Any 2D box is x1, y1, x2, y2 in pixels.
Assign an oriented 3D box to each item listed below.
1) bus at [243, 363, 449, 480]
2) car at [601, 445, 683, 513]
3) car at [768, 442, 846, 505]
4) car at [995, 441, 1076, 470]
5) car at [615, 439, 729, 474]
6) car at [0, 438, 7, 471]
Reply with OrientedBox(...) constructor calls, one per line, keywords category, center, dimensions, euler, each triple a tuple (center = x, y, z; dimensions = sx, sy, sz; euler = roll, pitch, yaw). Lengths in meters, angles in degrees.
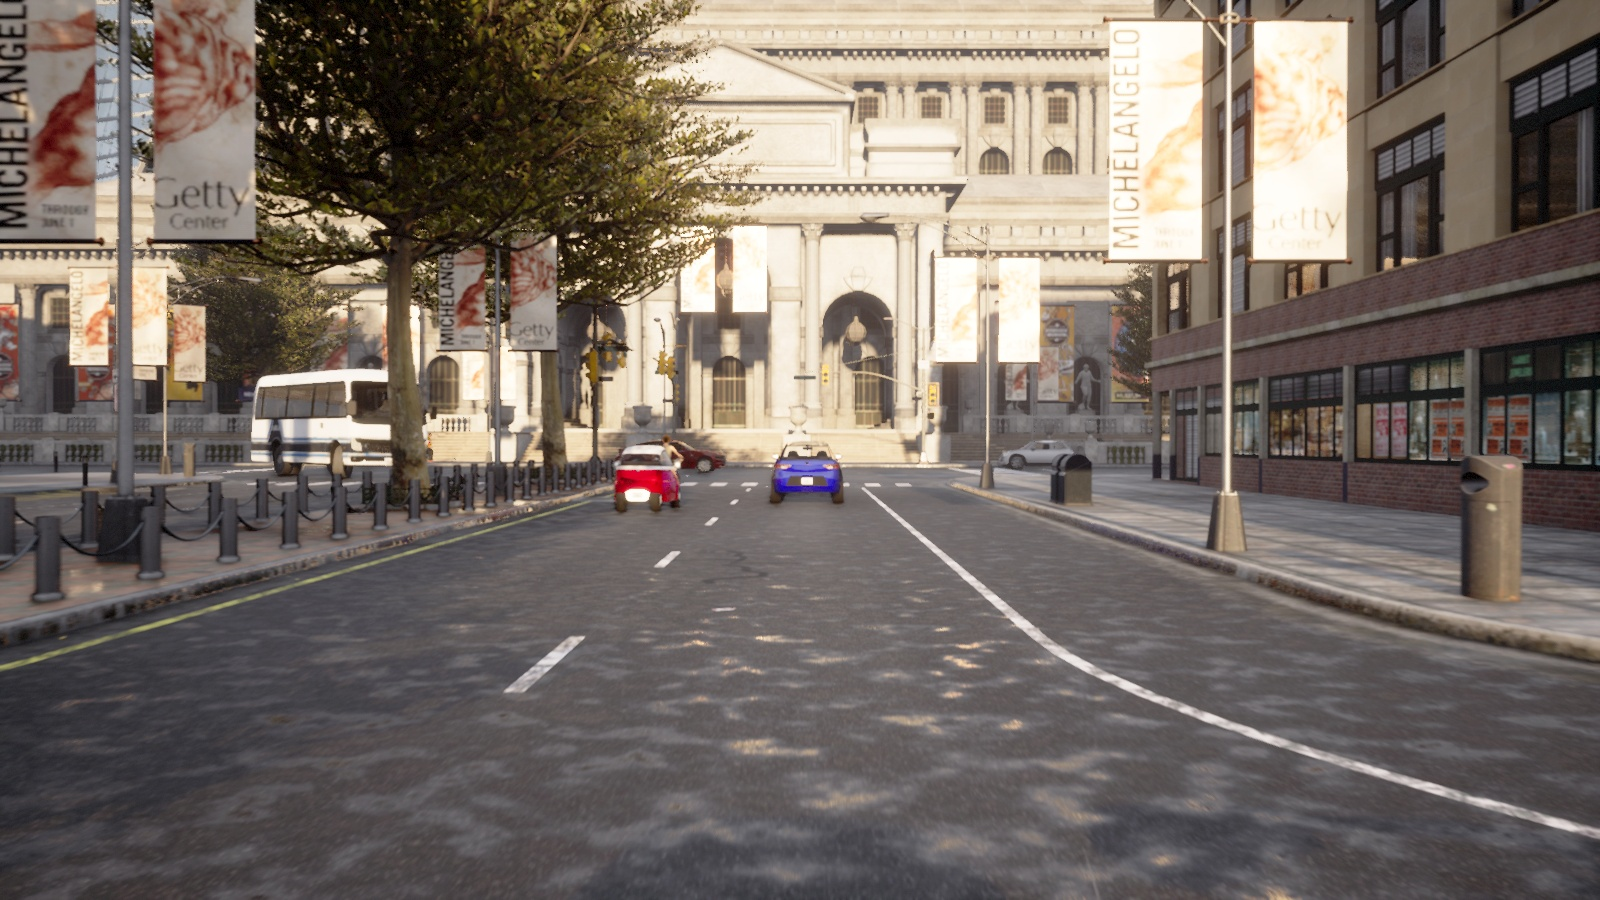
OrientedBox(category="bus", center=(-18.474, -1.046, 50.531), dimensions=(3.944, 4.253, 10.273), euler=(1, 0, -44))
OrientedBox(category="car", center=(-3.354, 0.597, 26.913), dimensions=(1.481, 1.376, 2.207), euler=(0, 1, 0))
OrientedBox(category="car", center=(0.168, 0.532, 31.313), dimensions=(1.816, 1.474, 4.193), euler=(0, 0, 0))
OrientedBox(category="car", center=(12.022, 0.272, 64.233), dimensions=(3.806, 1.475, 1.970), euler=(0, 0, 1))
OrientedBox(category="car", center=(-5.828, 0.290, 57.390), dimensions=(5.008, 1.535, 1.882), euler=(0, 0, 0))
OrientedBox(category="car", center=(-38.824, 0.208, 57.676), dimensions=(3.705, 1.549, 1.789), euler=(0, 0, 0))
